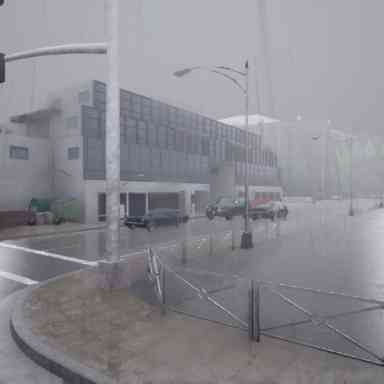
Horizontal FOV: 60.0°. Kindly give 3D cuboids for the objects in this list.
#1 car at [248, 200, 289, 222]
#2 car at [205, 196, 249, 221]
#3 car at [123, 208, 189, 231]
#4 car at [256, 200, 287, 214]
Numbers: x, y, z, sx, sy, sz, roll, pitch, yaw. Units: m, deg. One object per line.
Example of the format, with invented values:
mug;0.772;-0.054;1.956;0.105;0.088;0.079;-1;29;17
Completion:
car;6.826;1.681;28.579;1.837;1.490;4.892;0;0;35
car;3.427;1.398;30.183;2.150;2.045;5.566;0;0;36
car;-2.303;1.777;22.153;1.895;1.301;4.718;0;0;35
car;9.201;1.702;38.256;1.812;1.442;4.674;0;0;36
